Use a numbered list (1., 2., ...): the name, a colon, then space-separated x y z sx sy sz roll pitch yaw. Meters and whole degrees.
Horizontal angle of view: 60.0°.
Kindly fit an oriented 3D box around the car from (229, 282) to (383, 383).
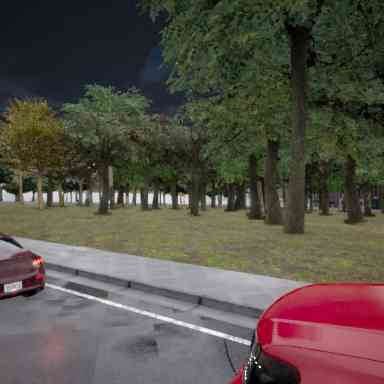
1. car: 2.906 1.222 1.613 5.566 2.045 2.150 0 0 35

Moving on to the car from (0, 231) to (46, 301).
1. car: -5.051 1.524 7.273 4.674 1.442 1.812 0 0 36
